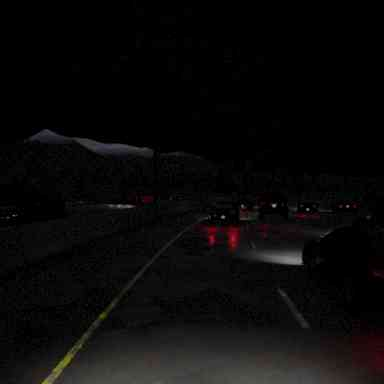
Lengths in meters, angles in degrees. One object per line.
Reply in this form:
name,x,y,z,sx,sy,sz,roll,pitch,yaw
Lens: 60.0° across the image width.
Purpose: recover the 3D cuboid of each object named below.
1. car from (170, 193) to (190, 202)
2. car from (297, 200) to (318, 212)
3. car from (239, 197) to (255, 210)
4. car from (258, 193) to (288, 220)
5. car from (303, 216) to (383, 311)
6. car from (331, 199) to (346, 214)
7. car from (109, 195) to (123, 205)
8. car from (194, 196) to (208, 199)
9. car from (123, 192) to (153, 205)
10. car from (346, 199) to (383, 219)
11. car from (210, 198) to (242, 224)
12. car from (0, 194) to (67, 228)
car,-2.072,1.086,58.574,2.097,1.767,4.553,0,0,23
car,12.317,1.464,35.765,1.895,1.301,4.718,0,0,16
car,6.472,1.335,40.509,1.837,1.490,4.892,0,0,17
car,6.593,1.112,27.163,2.150,2.045,5.566,0,0,12
car,3.950,1.499,7.528,1.812,1.442,4.674,0,0,3
car,15.373,1.425,33.788,2.033,1.411,5.357,0,0,16
car,-11.427,1.264,53.787,1.812,1.442,4.674,0,0,20
car,1.704,1.305,58.599,1.994,1.385,4.181,0,0,23
car,-8.156,0.971,52.595,2.150,2.045,5.566,0,0,20
car,7.900,1.310,12.668,2.097,1.767,4.553,0,0,5
car,2.389,1.424,23.726,1.812,1.442,4.674,0,0,10
car,-9.220,1.120,18.758,2.150,2.045,5.566,0,0,8
